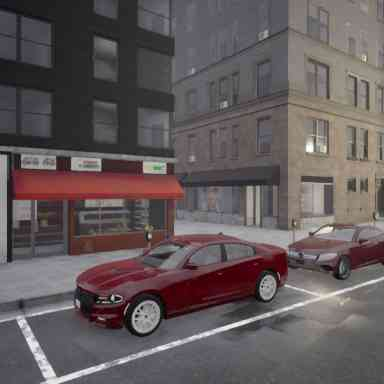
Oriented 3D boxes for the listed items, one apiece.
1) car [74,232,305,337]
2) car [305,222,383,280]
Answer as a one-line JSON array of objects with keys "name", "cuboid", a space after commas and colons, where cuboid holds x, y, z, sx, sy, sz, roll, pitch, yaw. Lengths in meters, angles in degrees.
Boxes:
[{"name": "car", "cuboid": [0.000, 1.545, 6.643, 4.507, 1.381, 1.887, 0, 0, -35]}, {"name": "car", "cuboid": [4.521, 1.577, 9.862, 4.206, 1.307, 1.802, 0, 0, -35]}]
